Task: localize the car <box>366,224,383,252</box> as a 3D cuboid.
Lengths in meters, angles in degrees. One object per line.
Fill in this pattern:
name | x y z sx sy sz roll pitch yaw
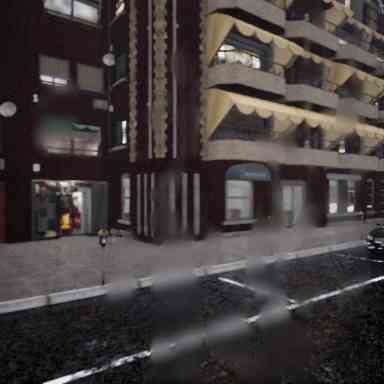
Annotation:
car | 8.270 1.542 12.553 4.403 1.369 2.008 0 0 -36
